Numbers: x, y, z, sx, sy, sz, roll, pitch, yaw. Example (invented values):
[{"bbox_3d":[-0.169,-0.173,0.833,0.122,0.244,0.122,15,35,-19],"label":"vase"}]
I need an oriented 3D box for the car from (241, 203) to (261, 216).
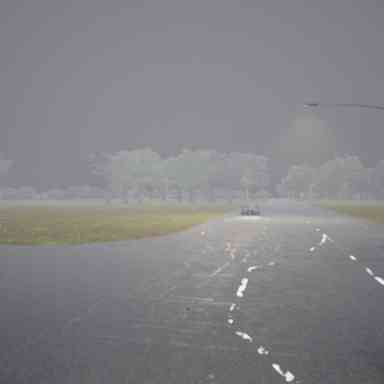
[{"bbox_3d":[6.580,1.972,37.043,1.994,1.385,4.181,-1,-1,14],"label":"car"}]
